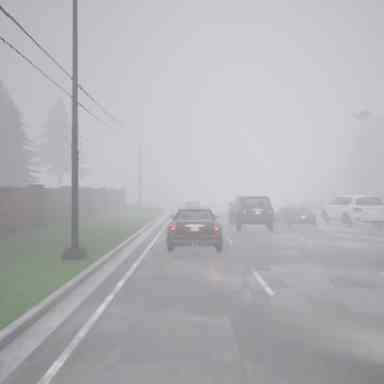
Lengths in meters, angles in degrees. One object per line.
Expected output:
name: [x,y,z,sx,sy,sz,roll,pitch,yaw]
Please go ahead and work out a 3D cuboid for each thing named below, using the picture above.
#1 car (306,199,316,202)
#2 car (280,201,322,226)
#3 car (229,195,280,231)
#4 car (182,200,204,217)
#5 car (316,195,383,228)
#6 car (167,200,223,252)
car: [14.121,1.498,38.670,2.128,1.511,4.902,0,0,0]
car: [7.113,1.568,23.239,1.994,1.385,4.181,0,0,0]
car: [3.612,1.225,20.921,2.150,2.045,5.566,0,0,0]
car: [0.119,1.553,33.296,2.033,1.411,5.357,0,0,0]
car: [10.612,1.225,22.210,2.150,2.045,5.566,0,0,0]
car: [0.107,1.354,14.124,2.097,1.767,4.553,0,0,0]
